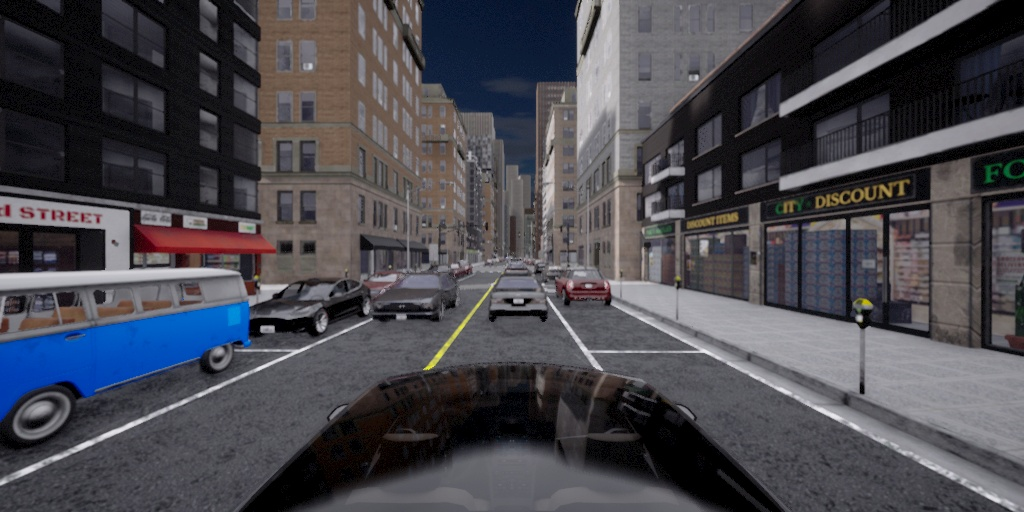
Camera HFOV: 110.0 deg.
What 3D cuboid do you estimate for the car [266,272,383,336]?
[{"bbox_3d":[-5.591,1.310,10.417,1.948,1.339,4.313,0,0,1],"label":"car"}]

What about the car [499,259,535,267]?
[{"bbox_3d":[0.370,1.231,26.701,2.128,1.511,4.902,0,0,1],"label":"car"}]

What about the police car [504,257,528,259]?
[{"bbox_3d":[0.389,1.164,36.858,1.930,1.638,5.238,0,0,1],"label":"police car"}]

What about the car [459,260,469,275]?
[{"bbox_3d":[-5.332,1.320,32.421,1.802,1.307,4.207,0,0,1],"label":"car"}]

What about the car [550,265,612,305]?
[{"bbox_3d":[2.999,1.184,15.818,1.967,1.591,4.097,0,0,1],"label":"car"}]

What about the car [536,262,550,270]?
[{"bbox_3d":[3.128,1.291,26.820,2.007,1.370,4.403,0,0,1],"label":"car"}]

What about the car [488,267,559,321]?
[{"bbox_3d":[0.204,1.293,12.392,2.033,1.411,5.357,0,0,1],"label":"car"}]

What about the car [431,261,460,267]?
[{"bbox_3d":[-5.396,1.305,26.920,1.948,1.339,4.313,0,0,1],"label":"car"}]

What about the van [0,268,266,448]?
[{"bbox_3d":[-5.655,1.088,4.916,1.690,1.789,3.998,0,0,1],"label":"van"}]

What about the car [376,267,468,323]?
[{"bbox_3d":[-3.000,1.292,12.444,2.033,1.411,5.357,0,0,0],"label":"car"}]

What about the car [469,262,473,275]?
[{"bbox_3d":[-5.267,1.177,37.922,1.967,1.591,4.097,0,0,1],"label":"car"}]
